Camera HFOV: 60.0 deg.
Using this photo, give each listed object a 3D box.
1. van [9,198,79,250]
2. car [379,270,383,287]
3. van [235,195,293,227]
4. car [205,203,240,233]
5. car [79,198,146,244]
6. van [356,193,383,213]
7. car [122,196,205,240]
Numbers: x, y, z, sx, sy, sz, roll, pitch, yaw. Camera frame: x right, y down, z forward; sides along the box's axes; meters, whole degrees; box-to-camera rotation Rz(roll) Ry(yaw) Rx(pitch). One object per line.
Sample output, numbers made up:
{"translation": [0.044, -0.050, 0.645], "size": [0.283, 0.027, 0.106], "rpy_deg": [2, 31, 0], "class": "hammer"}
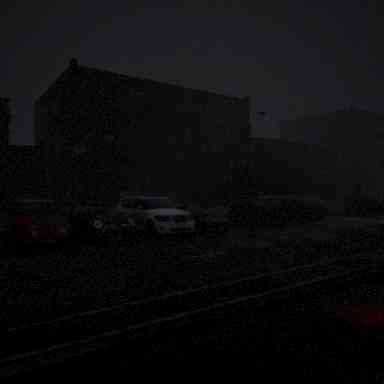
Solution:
{"translation": [-6.533, 1.255, 14.178], "size": [1.878, 1.987, 4.442], "rpy_deg": [0, 0, -36], "class": "van"}
{"translation": [6.414, 1.537, 7.699], "size": [5.357, 1.411, 2.033], "rpy_deg": [0, 0, -35], "class": "car"}
{"translation": [4.541, 1.224, 22.404], "size": [1.878, 1.987, 4.442], "rpy_deg": [0, 0, -36], "class": "van"}
{"translation": [0.141, 1.497, 19.070], "size": [2.163, 1.488, 4.792], "rpy_deg": [0, 0, -36], "class": "car"}
{"translation": [-4.377, 1.352, 15.905], "size": [2.185, 1.767, 4.553], "rpy_deg": [0, 0, -36], "class": "car"}
{"translation": [18.123, 1.132, 31.854], "size": [1.878, 1.987, 4.442], "rpy_deg": [0, 0, -36], "class": "van"}
{"translation": [-2.101, 1.222, 17.464], "size": [2.435, 2.045, 5.566], "rpy_deg": [0, 0, -36], "class": "car"}
